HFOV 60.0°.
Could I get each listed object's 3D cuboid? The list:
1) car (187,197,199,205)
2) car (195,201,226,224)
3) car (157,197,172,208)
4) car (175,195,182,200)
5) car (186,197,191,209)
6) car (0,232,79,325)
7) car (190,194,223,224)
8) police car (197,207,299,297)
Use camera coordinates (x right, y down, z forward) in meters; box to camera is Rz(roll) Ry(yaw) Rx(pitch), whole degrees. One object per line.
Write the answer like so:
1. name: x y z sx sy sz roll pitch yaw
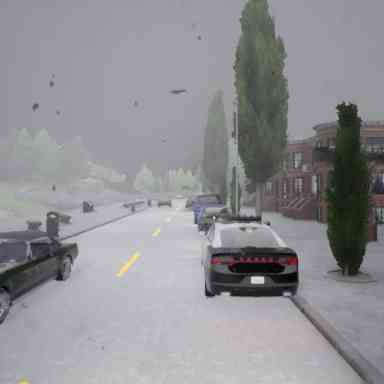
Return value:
1. car: 0.125 1.560 58.925 1.994 1.385 4.181 0 0 0
2. car: 1.238 1.504 18.618 1.837 1.490 4.892 0 0 0
3. car: -3.993 1.474 49.072 1.882 1.535 5.008 0 0 0
4. car: -3.803 1.471 93.711 1.882 1.535 5.008 0 0 0
5. car: 0.115 1.598 46.190 1.895 1.301 4.718 0 0 1
6. car: -4.085 1.600 7.057 1.895 1.301 4.718 0 0 0
7. car: 1.191 1.172 24.649 2.150 2.045 5.566 -3 0 0
8. police car: 1.218 1.425 8.728 1.930 1.638 5.238 0 0 0
